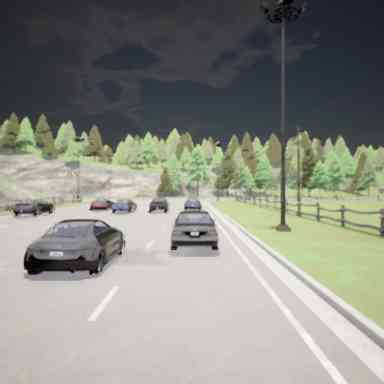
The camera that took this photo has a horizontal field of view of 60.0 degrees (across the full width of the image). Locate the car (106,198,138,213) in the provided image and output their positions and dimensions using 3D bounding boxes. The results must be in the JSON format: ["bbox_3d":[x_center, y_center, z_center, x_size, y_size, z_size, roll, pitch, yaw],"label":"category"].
[{"bbox_3d":[-6.905,1.394,34.323,2.033,1.411,5.357,0,0,0],"label":"car"}]

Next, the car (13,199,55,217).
[{"bbox_3d":[-13.904,1.358,29.538,2.128,1.511,4.902,0,0,0],"label":"car"}]

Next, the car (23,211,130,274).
[{"bbox_3d":[-3.402,1.517,10.359,1.994,1.385,4.181,0,0,0],"label":"car"}]

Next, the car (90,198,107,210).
[{"bbox_3d":[-10.407,1.391,38.731,1.994,1.385,4.181,0,0,0],"label":"car"}]

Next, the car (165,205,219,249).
[{"bbox_3d":[0.097,1.485,14.058,2.033,1.411,5.357,0,0,0],"label":"car"}]

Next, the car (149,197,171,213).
[{"bbox_3d":[-3.406,1.347,35.330,1.837,1.490,4.892,0,0,0],"label":"car"}]

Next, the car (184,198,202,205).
[{"bbox_3d":[0.093,1.394,38.196,1.994,1.385,4.181,0,0,0],"label":"car"}]
